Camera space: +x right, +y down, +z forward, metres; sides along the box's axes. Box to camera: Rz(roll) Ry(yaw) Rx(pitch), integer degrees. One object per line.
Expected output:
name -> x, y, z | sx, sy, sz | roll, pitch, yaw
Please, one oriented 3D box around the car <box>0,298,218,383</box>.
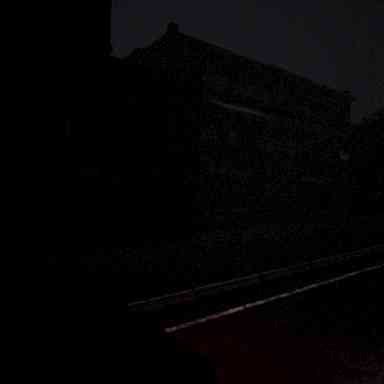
car -> -2.193, 1.611, 2.118 | 4.718, 1.301, 1.895 | -1, 1, -36
